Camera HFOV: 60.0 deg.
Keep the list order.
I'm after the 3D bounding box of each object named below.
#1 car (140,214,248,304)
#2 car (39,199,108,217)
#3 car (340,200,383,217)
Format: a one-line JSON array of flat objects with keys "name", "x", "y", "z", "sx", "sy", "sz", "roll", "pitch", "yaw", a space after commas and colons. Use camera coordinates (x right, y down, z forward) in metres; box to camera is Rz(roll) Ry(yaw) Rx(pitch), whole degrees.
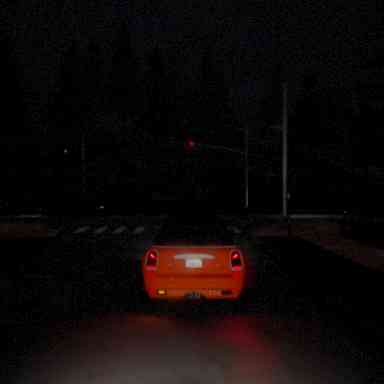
[{"name": "car", "x": 0.044, "y": 1.325, "z": 8.258, "sx": 2.097, "sy": 1.767, "sz": 4.553, "roll": 0, "pitch": 0, "yaw": 0}, {"name": "car", "x": -9.891, "y": 1.294, "z": 28.010, "sx": 5.357, "sy": 1.411, "sz": 2.033, "roll": 0, "pitch": 0, "yaw": -5}, {"name": "car", "x": 14.874, "y": 1.350, "z": 27.512, "sx": 4.718, "sy": 1.301, "sz": 1.895, "roll": 0, "pitch": 0, "yaw": 0}]
